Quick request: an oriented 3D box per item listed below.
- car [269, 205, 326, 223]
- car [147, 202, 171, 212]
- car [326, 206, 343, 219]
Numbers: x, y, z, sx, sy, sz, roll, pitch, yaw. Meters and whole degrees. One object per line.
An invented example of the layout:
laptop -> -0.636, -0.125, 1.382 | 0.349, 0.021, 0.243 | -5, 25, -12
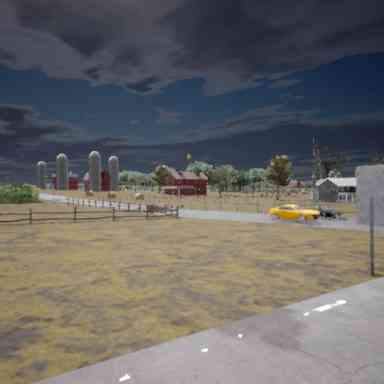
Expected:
car -> 9.516, 1.952, 31.128 | 1.882, 1.535, 5.008 | -1, 0, -36
car -> -5.185, 2.302, 51.695 | 1.882, 1.535, 5.008 | -1, 1, -35
car -> 12.412, 2.014, 33.283 | 1.895, 1.301, 4.718 | -1, 0, -35
